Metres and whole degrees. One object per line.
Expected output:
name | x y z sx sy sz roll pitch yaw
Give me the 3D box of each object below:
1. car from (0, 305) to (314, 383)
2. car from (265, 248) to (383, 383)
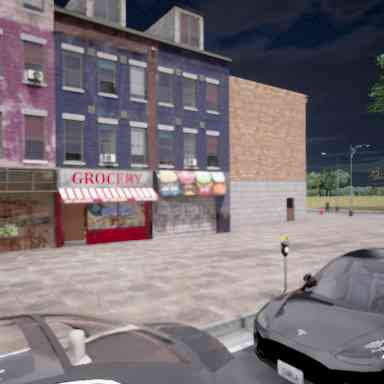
car | -1.602 1.550 1.680 4.403 1.369 2.008 0 -1 -35
car | 2.824 1.572 4.833 4.313 1.339 1.947 0 -1 -35
